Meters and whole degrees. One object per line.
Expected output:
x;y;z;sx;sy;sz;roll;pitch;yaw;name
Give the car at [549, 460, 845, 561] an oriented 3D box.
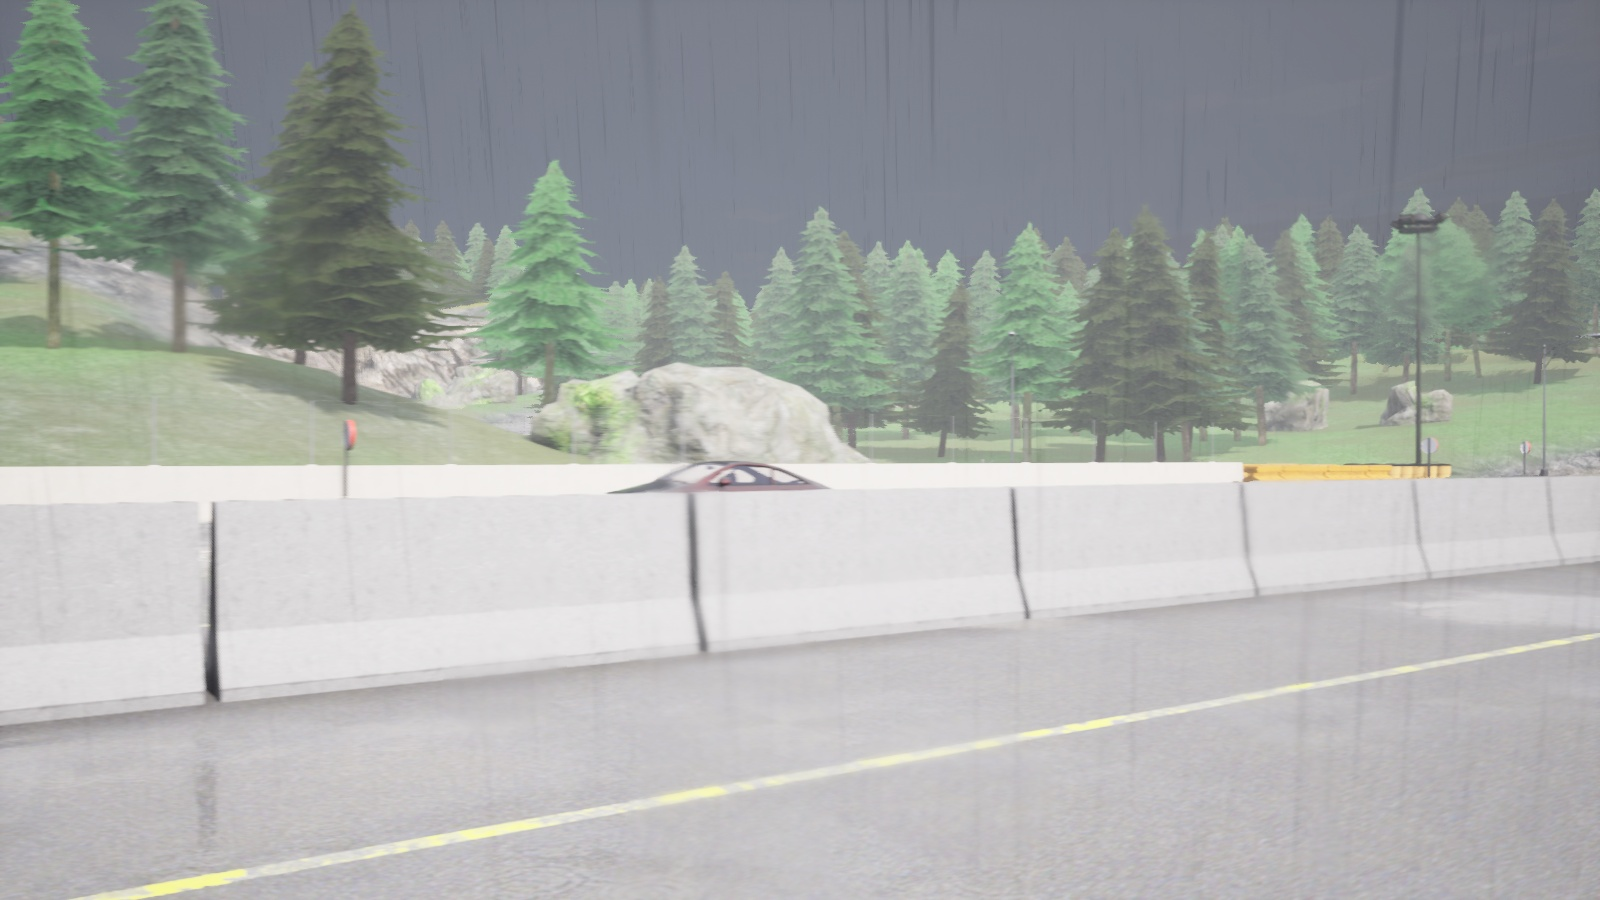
-1.566;0.863;19.626;4.181;1.385;1.994;0;0;-35;car
